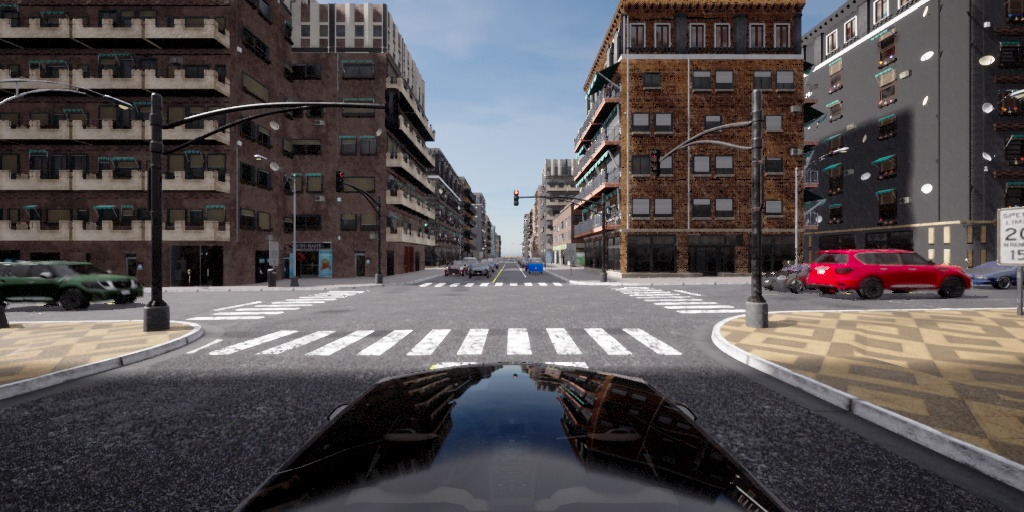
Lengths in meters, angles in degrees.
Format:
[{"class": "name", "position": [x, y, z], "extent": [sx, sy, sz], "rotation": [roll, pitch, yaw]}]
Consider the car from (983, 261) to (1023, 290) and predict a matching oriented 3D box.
[{"class": "car", "position": [25.622, 0.926, 18.354], "extent": [5.357, 1.411, 2.033], "rotation": [-1, 0, 0]}]

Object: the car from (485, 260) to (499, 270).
[{"class": "car", "position": [-2.943, 1.337, 53.354], "extent": [1.895, 1.301, 4.718], "rotation": [0, 0, 0]}]

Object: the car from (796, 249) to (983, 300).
[{"class": "car", "position": [16.033, 0.734, 15.479], "extent": [5.566, 2.045, 2.150], "rotation": [-1, 0, 0]}]

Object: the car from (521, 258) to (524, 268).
[{"class": "car", "position": [2.565, 1.283, 47.053], "extent": [1.888, 1.381, 4.507], "rotation": [0, 0, 0]}]

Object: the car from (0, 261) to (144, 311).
[{"class": "car", "position": [-19.368, 1.234, 15.393], "extent": [5.566, 2.045, 2.150], "rotation": [-1, 0, 0]}]

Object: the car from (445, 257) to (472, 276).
[{"class": "car", "position": [-5.515, 1.182, 35.872], "extent": [1.967, 1.591, 4.097], "rotation": [0, 0, 0]}]

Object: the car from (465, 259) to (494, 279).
[{"class": "car", "position": [-2.912, 1.248, 33.161], "extent": [1.837, 1.490, 4.892], "rotation": [0, 0, 0]}]

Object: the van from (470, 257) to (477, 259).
[{"class": "van", "position": [-5.504, 1.079, 47.036], "extent": [1.690, 1.789, 3.998], "rotation": [0, 0, 0]}]

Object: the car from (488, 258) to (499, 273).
[{"class": "car", "position": [-2.939, 1.287, 43.063], "extent": [2.033, 1.411, 5.357], "rotation": [0, 0, -1]}]

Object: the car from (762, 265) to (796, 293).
[{"class": "car", "position": [15.026, 1.088, 18.325], "extent": [4.181, 1.385, 1.994], "rotation": [-1, 0, 0]}]

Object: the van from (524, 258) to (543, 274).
[{"class": "van", "position": [2.613, 1.081, 40.849], "extent": [1.690, 1.789, 3.998], "rotation": [0, 0, 0]}]

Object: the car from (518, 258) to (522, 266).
[{"class": "car", "position": [2.450, 1.301, 58.215], "extent": [1.948, 1.339, 4.313], "rotation": [0, 0, 0]}]
